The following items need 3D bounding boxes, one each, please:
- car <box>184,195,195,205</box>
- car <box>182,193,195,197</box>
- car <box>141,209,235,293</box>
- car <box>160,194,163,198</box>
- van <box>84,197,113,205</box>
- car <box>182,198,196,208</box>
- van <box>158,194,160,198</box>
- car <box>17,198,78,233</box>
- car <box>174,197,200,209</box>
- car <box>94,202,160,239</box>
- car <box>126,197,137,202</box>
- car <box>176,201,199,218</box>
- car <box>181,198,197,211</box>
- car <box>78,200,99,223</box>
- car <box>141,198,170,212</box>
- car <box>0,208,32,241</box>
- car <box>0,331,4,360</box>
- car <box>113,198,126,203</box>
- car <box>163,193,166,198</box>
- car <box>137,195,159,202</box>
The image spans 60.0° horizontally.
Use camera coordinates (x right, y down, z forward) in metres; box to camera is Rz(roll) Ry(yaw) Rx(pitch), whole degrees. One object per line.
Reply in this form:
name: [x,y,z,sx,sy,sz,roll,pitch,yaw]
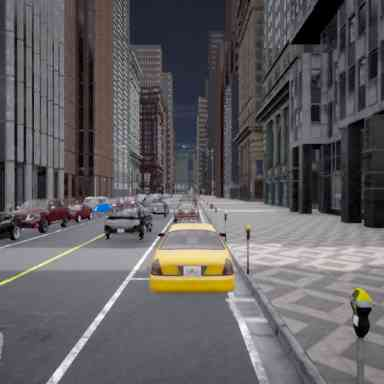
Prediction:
car: [-0.386,1.439,59.171,1.967,1.590,4.097,0,0,0]
car: [-0.386,1.314,36.627,2.192,1.841,5.009,0,0,0]
car: [0.005,1.456,8.840,1.801,1.575,5.366,0,0,0]
car: [-8.911,1.447,81.710,1.967,1.590,4.097,0,0,0]
van: [-8.911,1.340,30.980,1.690,1.788,3.998,0,0,0]
car: [-0.385,1.565,47.899,1.947,1.339,4.313,0,0,0]
van: [-8.911,1.345,76.073,1.690,1.788,3.998,0,0,0]
car: [-8.911,1.314,19.706,2.192,1.841,5.009,0,0,0]
car: [-0.386,1.439,25.353,1.967,1.590,4.097,0,0,0]
car: [-3.127,1.492,17.127,2.128,1.511,4.902,0,0,0]
car: [-8.911,1.439,47.891,1.967,1.590,4.097,0,0,0]
car: [-0.385,1.565,30.990,1.947,1.339,4.313,0,0,0]
car: [-0.385,1.544,42.263,1.887,1.381,4.507,0,0,0]
car: [-8.910,1.544,25.344,1.887,1.381,4.507,0,0,0]
car: [-3.137,1.547,31.149,2.033,1.411,5.357,0,0,0]
car: [-8.910,1.565,14.070,1.947,1.339,4.313,0,0,0]
car: [-3.145,1.525,2.012,1.812,1.442,4.674,0,0,0]
car: [-8.911,1.439,36.617,1.967,1.590,4.097,0,0,0]
car: [-8.912,1.324,87.347,2.192,1.841,5.009,0,0,0]
car: [-6.162,1.506,47.171,1.837,1.490,4.892,0,-1,0]
